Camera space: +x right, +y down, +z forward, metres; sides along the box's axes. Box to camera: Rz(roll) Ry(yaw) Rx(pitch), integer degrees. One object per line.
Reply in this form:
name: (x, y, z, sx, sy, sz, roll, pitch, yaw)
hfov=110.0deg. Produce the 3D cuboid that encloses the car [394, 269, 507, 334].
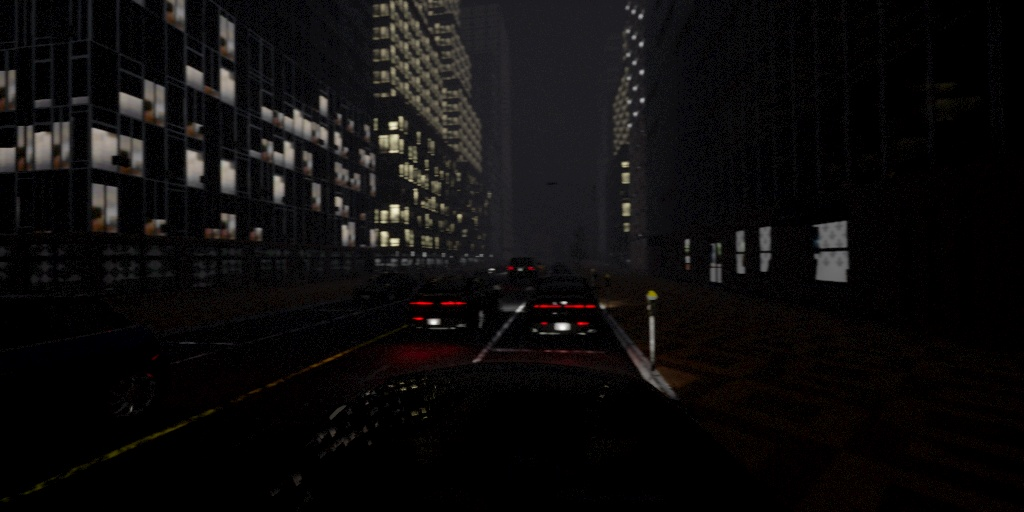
car: (-1.531, 1.326, 10.976, 1.837, 1.490, 4.892, -1, 0, 8)

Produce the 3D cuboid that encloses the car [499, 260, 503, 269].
car: (-1.516, 1.566, 52.240, 1.888, 1.381, 4.507, 0, 0, 8)

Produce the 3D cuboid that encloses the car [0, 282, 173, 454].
car: (-5.902, 1.194, 2.954, 2.097, 1.767, 4.553, -1, 0, 8)

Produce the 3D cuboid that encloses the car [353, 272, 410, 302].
car: (-6.312, 1.494, 18.425, 1.948, 1.339, 4.313, 0, 0, 8)

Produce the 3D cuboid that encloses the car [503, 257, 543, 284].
car: (0.987, 1.094, 28.760, 2.150, 2.045, 5.566, -1, 0, 8)

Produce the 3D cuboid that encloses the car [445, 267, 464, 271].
car: (-4.713, 1.543, 29.695, 1.802, 1.307, 4.207, 0, 0, 8)

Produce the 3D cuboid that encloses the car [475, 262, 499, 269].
car: (-3.115, 1.542, 40.968, 2.007, 1.370, 4.403, 0, 0, 8)

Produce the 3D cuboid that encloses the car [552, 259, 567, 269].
car: (5.979, 1.446, 45.415, 1.948, 1.339, 4.313, 0, 0, 8)

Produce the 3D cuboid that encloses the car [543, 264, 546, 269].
car: (3.406, 1.379, 46.532, 1.801, 1.575, 5.366, -1, 0, 8)

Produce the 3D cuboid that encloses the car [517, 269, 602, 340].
car: (1.421, 1.278, 10.108, 1.837, 1.490, 4.892, -1, 0, 8)
